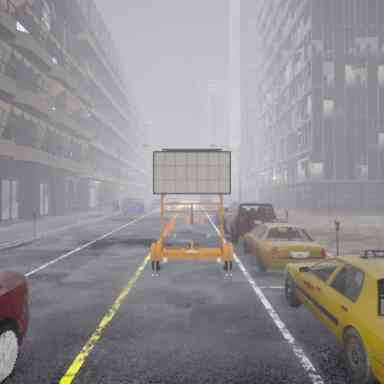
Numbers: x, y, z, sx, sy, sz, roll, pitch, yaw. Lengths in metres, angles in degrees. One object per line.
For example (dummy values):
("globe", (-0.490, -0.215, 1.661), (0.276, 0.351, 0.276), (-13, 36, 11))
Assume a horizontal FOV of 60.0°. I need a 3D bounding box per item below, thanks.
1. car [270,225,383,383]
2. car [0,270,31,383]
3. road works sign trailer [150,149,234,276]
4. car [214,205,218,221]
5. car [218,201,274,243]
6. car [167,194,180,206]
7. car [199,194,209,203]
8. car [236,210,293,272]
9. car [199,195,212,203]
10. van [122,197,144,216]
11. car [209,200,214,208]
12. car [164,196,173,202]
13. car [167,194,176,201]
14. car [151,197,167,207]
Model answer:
("car", (2.702, 1.528, 5.098), (1.752, 1.417, 4.829), (1, 0, 0))
("car", (-3.102, 1.479, 2.424), (1.882, 1.535, 5.008), (0, 0, 0))
("road works sign trailer", (0.000, 0.471, 10.325), (2.380, 3.560, 2.880), (0, 0, 0))
("car", (2.701, 1.583, 21.495), (1.947, 1.339, 4.313), (1, 0, 0))
("car", (2.705, 1.326, 15.973), (2.192, 1.841, 5.009), (1, 0, 0))
("car", (-3.003, 1.564, 55.431), (1.882, 1.535, 5.008), (0, 0, 0))
("car", (2.698, 1.473, 76.726), (2.192, 1.841, 5.009), (1, 0, 0))
("car", (2.702, 1.532, 10.621), (1.752, 1.417, 4.829), (1, 0, 0))
("car", (2.697, 1.668, 60.155), (1.947, 1.339, 4.313), (1, 0, 0))
("van", (-5.677, 1.374, 32.542), (1.690, 1.788, 3.998), (1, 0, 0))
("car", (2.700, 1.569, 27.019), (1.887, 1.381, 4.507), (1, 0, 0))
("car", (-5.685, 1.725, 82.247), (1.887, 1.381, 4.507), (1, 0, 0))
("car", (-5.683, 1.545, 93.294), (2.192, 1.841, 5.009), (1, 0, 0))
("car", (-5.683, 1.666, 54.633), (1.802, 1.307, 4.206), (1, 0, 0))
